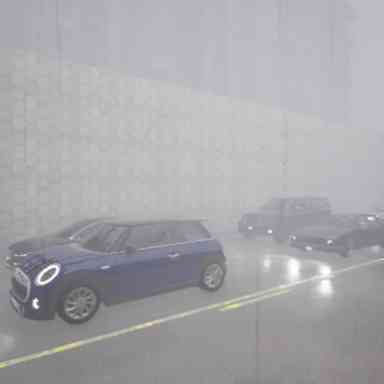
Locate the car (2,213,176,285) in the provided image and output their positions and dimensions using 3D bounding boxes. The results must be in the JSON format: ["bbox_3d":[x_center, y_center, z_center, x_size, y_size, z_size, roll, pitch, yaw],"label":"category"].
[{"bbox_3d":[-3.059,1.554,10.481,4.892,1.490,1.837,0,0,-37],"label":"car"}]

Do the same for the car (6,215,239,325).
[{"bbox_3d":[-1.401,1.382,7.347,4.553,1.767,2.097,0,0,-37],"label":"car"}]

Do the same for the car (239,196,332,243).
[{"bbox_3d":[4.795,1.235,16.426,5.566,2.045,2.150,0,0,-37],"label":"car"}]

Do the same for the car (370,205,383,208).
[{"bbox_3d":[12.763,1.579,22.451,4.718,1.301,1.895,0,0,-37],"label":"car"}]

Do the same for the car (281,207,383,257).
[{"bbox_3d":[6.151,1.544,13.068,5.357,1.411,2.033,0,0,-37],"label":"car"}]
